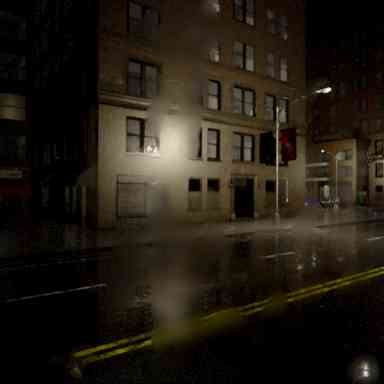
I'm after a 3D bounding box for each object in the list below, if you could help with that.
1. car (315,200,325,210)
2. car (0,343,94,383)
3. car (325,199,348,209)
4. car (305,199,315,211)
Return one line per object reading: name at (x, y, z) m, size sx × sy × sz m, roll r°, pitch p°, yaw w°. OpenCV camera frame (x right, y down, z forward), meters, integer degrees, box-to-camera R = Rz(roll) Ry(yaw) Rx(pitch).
car at (13.548, 1.446, 41.601) m, size 1.882 × 1.535 × 5.008 m, roll 0°, pitch 0°, yaw -36°
car at (-2.759, 1.527, 1.456) m, size 4.674 × 1.442 × 1.812 m, roll 0°, pitch 0°, yaw -36°
car at (18.443, 1.552, 44.190) m, size 1.947 × 1.339 × 4.313 m, roll 0°, pitch 0°, yaw -36°
car at (11.914, 1.401, 39.524) m, size 1.967 × 1.590 × 4.097 m, roll 0°, pitch 0°, yaw -36°
